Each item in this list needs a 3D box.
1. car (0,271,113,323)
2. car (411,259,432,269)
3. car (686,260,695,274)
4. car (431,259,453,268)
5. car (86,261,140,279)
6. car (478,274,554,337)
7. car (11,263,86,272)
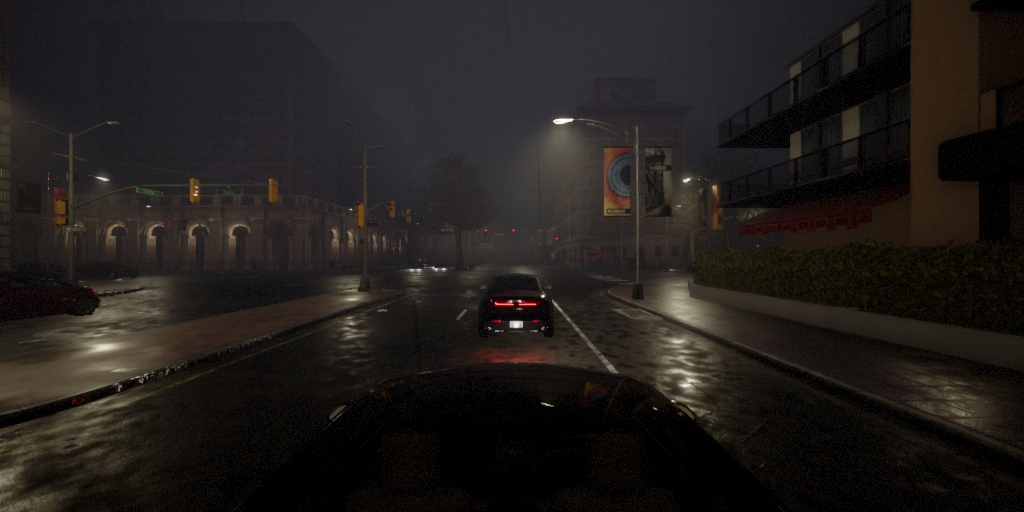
[{"bbox_3d":[-14.971,1.314,10.384,1.994,1.385,4.181,0,0,0],"label":"car"},{"bbox_3d":[-14.862,1.241,57.928,2.128,1.511,4.902,0,0,0],"label":"car"},{"bbox_3d":[21.863,1.351,39.565,4.718,1.301,1.895,0,0,0],"label":"car"},{"bbox_3d":[-11.357,1.314,58.700,1.994,1.385,4.181,0,0,0],"label":"car"},{"bbox_3d":[-36.677,1.228,32.351,5.008,1.535,1.882,0,0,0],"label":"car"},{"bbox_3d":[0.109,1.255,10.304,1.837,1.490,4.892,0,0,0],"label":"car"},{"bbox_3d":[-37.997,1.276,28.950,4.674,1.442,1.812,0,0,0],"label":"car"}]
